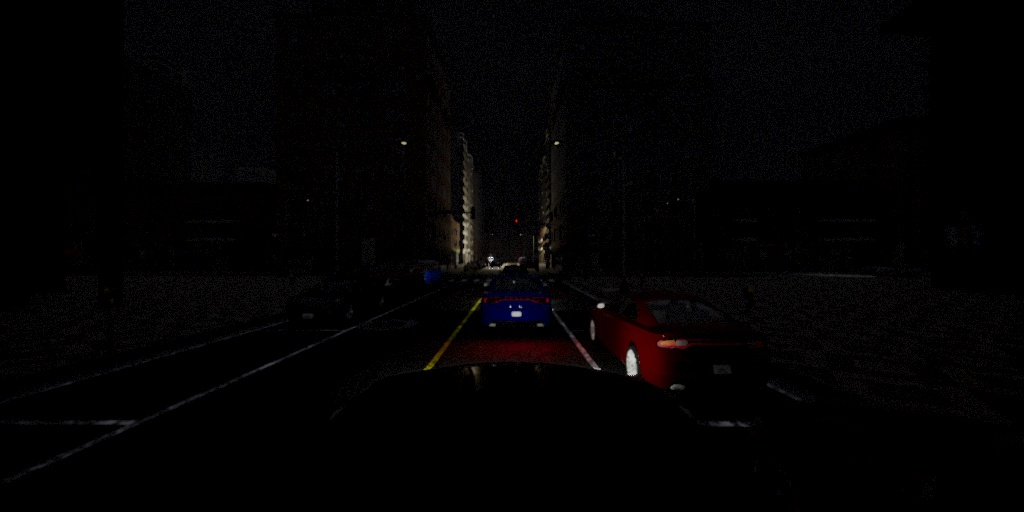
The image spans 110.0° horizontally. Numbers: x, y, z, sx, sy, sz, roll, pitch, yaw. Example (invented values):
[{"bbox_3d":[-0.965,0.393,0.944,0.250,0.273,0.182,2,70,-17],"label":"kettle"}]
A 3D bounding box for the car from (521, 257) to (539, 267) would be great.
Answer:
[{"bbox_3d":[2.740,1.178,50.717,2.192,1.841,5.009,0,0,0],"label":"car"}]

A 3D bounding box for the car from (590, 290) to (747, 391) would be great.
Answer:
[{"bbox_3d":[2.675,1.313,6.780,1.888,1.381,4.507,0,0,0],"label":"car"}]

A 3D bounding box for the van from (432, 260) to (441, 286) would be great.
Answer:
[{"bbox_3d":[-5.826,1.167,23.739,1.690,1.789,3.998,0,0,0],"label":"van"}]

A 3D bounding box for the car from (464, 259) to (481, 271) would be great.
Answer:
[{"bbox_3d":[-5.787,1.388,50.587,1.751,1.417,4.829,0,0,0],"label":"car"}]

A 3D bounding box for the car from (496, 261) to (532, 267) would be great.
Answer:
[{"bbox_3d":[0.129,1.333,24.183,1.837,1.490,4.892,0,0,0],"label":"car"}]

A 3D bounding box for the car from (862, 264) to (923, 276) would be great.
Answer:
[{"bbox_3d":[39.953,1.461,37.781,4.718,1.301,1.895,0,0,1],"label":"car"}]

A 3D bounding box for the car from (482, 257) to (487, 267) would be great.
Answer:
[{"bbox_3d":[-5.770,1.399,61.897,1.751,1.417,4.829,0,0,0],"label":"car"}]

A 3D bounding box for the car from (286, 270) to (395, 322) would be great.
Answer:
[{"bbox_3d":[-5.843,1.353,12.458,1.948,1.339,4.313,0,0,0],"label":"car"}]

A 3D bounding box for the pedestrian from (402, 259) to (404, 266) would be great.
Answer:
[{"bbox_3d":[-12.493,0.988,41.719,0.375,1.860,0.375,0,0,1],"label":"pedestrian"}]

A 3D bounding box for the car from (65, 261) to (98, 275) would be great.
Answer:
[{"bbox_3d":[-46.936,1.315,39.205,4.902,1.511,2.128,0,0,1],"label":"car"}]

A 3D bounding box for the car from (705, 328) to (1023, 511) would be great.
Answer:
[{"bbox_3d":[2.667,1.330,1.141,1.802,1.307,4.207,0,0,0],"label":"car"}]

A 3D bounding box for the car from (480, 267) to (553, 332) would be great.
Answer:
[{"bbox_3d":[0.111,1.261,11.097,1.882,1.535,5.008,0,0,0],"label":"car"}]

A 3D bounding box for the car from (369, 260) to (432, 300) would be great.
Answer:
[{"bbox_3d":[-5.834,1.122,18.098,2.192,1.841,5.009,0,0,0],"label":"car"}]

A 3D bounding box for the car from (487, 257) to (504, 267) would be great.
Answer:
[{"bbox_3d":[-2.950,1.423,64.140,2.033,1.411,5.357,0,0,1],"label":"car"}]

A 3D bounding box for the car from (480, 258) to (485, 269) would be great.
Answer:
[{"bbox_3d":[-5.778,1.434,56.412,1.948,1.339,4.313,0,0,0],"label":"car"}]
